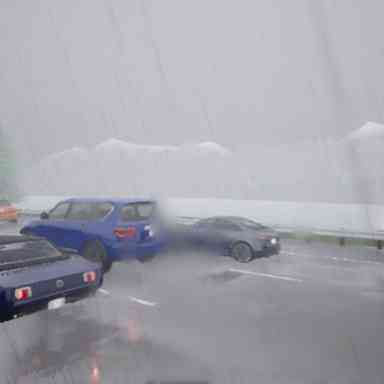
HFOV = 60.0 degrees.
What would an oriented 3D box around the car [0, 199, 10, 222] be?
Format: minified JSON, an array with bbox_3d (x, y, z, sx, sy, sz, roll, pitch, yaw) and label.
[{"bbox_3d":[-13.769,1.224,22.396,4.553,1.767,2.097,0,0,36],"label":"car"}]

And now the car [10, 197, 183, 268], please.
[{"bbox_3d":[-3.230,1.177,10.581,5.566,2.045,2.150,1,0,36],"label":"car"}]

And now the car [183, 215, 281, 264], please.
[{"bbox_3d":[0.978,1.532,11.862,4.181,1.385,1.994,0,0,36],"label":"car"}]

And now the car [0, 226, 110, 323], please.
[{"bbox_3d":[-4.058,1.563,6.864,4.718,1.301,1.895,0,0,36],"label":"car"}]
